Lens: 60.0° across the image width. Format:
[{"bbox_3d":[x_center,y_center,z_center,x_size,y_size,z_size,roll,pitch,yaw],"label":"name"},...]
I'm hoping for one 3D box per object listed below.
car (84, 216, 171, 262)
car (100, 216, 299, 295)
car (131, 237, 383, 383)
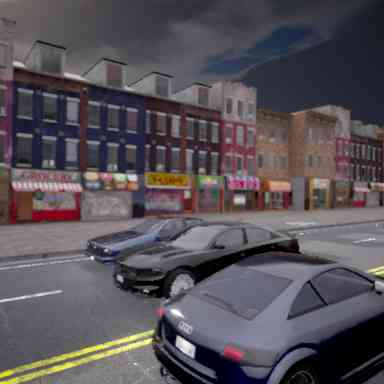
[{"bbox_3d":[-0.742,1.538,11.231,5.357,1.411,2.033,0,0,-36],"label":"car"},{"bbox_3d":[0.574,1.474,8.167,5.008,1.535,1.882,0,0,-36],"label":"car"},{"bbox_3d":[1.549,1.565,4.608,4.181,1.385,1.994,0,0,-36],"label":"car"}]
